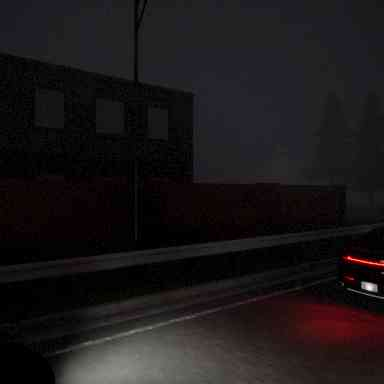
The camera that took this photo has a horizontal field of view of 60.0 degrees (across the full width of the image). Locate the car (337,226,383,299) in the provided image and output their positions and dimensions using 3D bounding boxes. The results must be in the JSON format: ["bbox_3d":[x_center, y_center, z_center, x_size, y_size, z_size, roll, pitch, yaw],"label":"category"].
[{"bbox_3d":[5.266,1.505,7.548,4.892,1.490,1.837,0,0,-35],"label":"car"}]

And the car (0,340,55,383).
[{"bbox_3d":[-3.101,1.526,1.536,4.674,1.442,1.812,0,0,-35],"label":"car"}]
